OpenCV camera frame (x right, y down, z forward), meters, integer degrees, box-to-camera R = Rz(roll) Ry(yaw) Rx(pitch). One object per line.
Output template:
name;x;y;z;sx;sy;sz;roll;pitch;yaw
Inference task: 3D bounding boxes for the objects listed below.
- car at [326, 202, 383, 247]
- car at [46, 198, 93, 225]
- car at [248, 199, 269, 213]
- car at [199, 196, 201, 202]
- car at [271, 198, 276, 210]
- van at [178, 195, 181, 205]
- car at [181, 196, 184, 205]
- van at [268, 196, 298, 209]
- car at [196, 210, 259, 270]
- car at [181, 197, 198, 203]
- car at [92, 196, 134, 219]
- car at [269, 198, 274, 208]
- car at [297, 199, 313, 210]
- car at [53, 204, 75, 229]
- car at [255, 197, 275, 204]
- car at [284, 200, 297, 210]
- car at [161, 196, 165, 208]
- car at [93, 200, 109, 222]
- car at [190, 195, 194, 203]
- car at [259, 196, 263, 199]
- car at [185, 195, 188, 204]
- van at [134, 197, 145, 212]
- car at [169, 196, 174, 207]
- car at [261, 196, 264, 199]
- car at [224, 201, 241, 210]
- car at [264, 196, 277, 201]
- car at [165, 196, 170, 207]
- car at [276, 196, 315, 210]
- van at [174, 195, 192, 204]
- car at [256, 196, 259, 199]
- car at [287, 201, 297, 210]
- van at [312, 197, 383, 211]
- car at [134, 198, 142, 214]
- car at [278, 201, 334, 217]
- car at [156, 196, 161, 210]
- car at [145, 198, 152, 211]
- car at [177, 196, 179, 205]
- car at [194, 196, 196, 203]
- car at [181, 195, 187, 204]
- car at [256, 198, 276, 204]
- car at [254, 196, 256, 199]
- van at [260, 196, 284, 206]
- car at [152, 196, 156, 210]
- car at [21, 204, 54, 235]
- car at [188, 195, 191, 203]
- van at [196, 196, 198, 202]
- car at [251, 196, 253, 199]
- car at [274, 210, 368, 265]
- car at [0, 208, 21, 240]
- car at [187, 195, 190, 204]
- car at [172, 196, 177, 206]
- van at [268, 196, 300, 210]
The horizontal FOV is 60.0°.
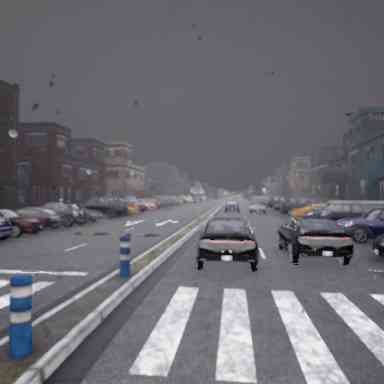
car;9.485;1.564;16.534;4.553;1.767;2.185;0;0;7
car;-9.898;1.523;23.780;4.553;1.767;2.185;0;0;7
car;8.065;1.921;41.435;1.895;1.301;4.718;0;0;7
car;-0.844;2.203;92.113;5.366;1.575;1.946;0;-1;7
car;12.709;1.857;41.408;4.674;1.452;2.002;0;0;7
van;-4.810;1.661;62.173;4.442;1.987;1.878;0;0;7
car;-4.585;1.949;64.797;4.674;1.452;2.002;0;0;7
van;14.265;1.658;52.351;4.442;1.987;1.878;0;0;7
car;1.223;1.618;11.539;2.128;1.511;4.902;0;0;6
car;-0.669;2.280;94.870;4.674;1.452;2.002;0;-1;7
car;-8.888;1.442;31.994;5.566;2.045;2.435;0;0;7
car;13.062;1.872;44.100;4.674;1.452;2.002;0;0;7
car;10.569;1.616;24.807;4.553;1.767;2.185;0;0;7
car;-10.283;1.669;21.048;4.674;1.452;2.002;0;0;7
car;18.089;2.035;82.679;4.553;1.767;2.185;0;-1;7
car;11.266;1.767;30.321;4.892;1.521;2.231;0;0;7
car;-6.692;1.658;48.392;4.553;1.767;2.185;0;0;7
car;-9.579;1.668;26.523;4.892;1.521;2.231;0;0;7
car;-2.813;2.043;78.469;5.008;1.535;2.097;0;-1;7
car;15.225;1.947;60.632;4.892;1.521;2.231;0;0;7
car;-3.869;1.960;70.264;4.892;1.521;2.231;0;0;7
van;-8.032;1.496;37.444;4.442;1.987;1.878;0;0;7
car;-6.006;1.822;53.862;4.892;1.521;2.231;0;0;7
car;14.841;1.953;57.880;4.792;1.488;2.163;0;0;7
car;5.261;1.844;43.326;1.812;1.442;4.674;0;0;8
car;13.455;1.597;46.853;5.566;2.045;2.435;0;0;7
car;-6.362;1.803;51.128;4.892;1.521;2.231;0;0;7
car;11.650;1.527;33.074;5.566;2.045;2.435;0;0;7
van;-2.210;1.879;83.953;4.442;1.987;1.878;0;-1;7
car;15.565;1.716;63.394;5.566;2.045;2.435;0;0;7
car;10.909;1.754;27.691;5.008;1.535;2.097;0;0;7
van;9.716;1.487;19.437;4.442;1.987;1.878;0;0;7
car;-8.321;1.705;34.700;5.366;1.575;1.946;0;0;7
car;12.165;1.788;35.809;5.366;1.575;1.946;0;0;7
car;-7.110;1.641;45.665;4.553;1.767;2.185;0;0;7
car;-7.798;1.735;40.193;5.008;1.535;2.097;0;0;7
car;-5.294;1.864;59.329;4.892;1.521;2.231;0;0;7
car;-2.479;1.822;81.207;5.566;2.045;2.435;0;-1;7
car;-4.415;1.930;67.556;5.366;1.575;1.946;0;-1;7
car;17.755;2.170;79.918;4.674;1.452;2.002;0;-1;7
car;16.131;2.014;68.922;5.366;1.575;1.946;0;0;7
van;15.839;1.766;66.159;4.442;1.987;1.878;0;0;7
car;-7.466;1.624;42.931;4.553;1.767;2.185;0;0;7
car;-10.647;1.608;18.317;5.008;1.535;2.097;0;-1;7
car;-3.166;2.054;75.733;4.674;1.452;2.002;0;-1;7
van;-1.499;1.944;89.419;4.442;1.987;1.878;0;-1;7
car;18.847;2.227;88.184;4.892;1.521;2.231;0;-1;7
car;4.320;1.638;12.294;2.128;1.511;4.902;0;-1;7
car;-10.967;1.458;15.574;4.553;1.767;2.185;0;-1;7
car;-3.549;2.016;73.004;4.792;1.488;2.163;0;-1;7
car;-5.650;1.843;56.596;4.892;1.521;2.231;0;0;7
van;13.673;1.638;49.628;4.442;1.987;1.878;0;0;7
